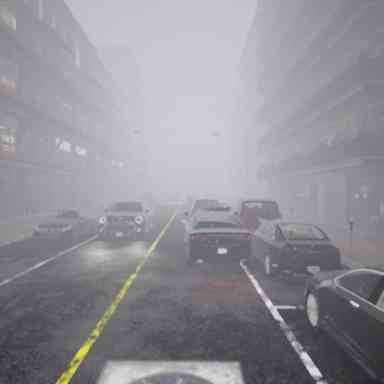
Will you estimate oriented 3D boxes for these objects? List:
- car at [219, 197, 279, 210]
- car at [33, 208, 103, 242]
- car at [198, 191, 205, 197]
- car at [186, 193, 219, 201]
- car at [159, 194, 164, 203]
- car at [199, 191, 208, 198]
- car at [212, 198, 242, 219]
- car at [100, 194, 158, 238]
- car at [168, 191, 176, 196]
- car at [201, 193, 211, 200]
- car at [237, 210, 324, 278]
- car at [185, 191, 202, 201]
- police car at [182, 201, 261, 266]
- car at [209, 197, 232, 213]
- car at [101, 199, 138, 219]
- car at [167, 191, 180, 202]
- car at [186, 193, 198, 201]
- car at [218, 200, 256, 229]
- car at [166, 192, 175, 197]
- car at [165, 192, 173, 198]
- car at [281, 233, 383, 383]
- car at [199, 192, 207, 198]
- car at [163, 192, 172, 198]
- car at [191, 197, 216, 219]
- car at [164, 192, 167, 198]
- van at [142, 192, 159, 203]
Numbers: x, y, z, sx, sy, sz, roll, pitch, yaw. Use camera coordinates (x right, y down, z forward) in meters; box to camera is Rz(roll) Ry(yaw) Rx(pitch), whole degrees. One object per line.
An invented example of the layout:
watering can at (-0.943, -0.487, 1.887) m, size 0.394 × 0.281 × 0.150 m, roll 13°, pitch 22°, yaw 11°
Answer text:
car at (2.702, 1.159, 15.236) m, size 2.192 × 1.841 × 5.009 m, roll 1°, pitch 1°, yaw 0°
car at (-5.681, 1.425, 15.295) m, size 1.802 × 1.307 × 4.206 m, roll 1°, pitch 1°, yaw 0°
car at (2.691, 0.529, 94.624) m, size 2.008 × 1.369 × 4.403 m, roll 1°, pitch 1°, yaw 0°
car at (0.863, 1.134, 21.142) m, size 2.097 × 1.767 × 4.553 m, roll 0°, pitch 1°, yaw 0°
car at (-5.684, 1.029, 49.321) m, size 1.887 × 1.381 × 4.507 m, roll 1°, pitch 1°, yaw 0°
car at (2.695, 0.611, 77.611) m, size 1.967 × 1.590 × 4.097 m, roll 1°, pitch 1°, yaw 0°
car at (2.698, 1.270, 26.579) m, size 1.887 × 1.381 × 4.507 m, roll 1°, pitch 1°, yaw 0°
car at (-3.100, 1.183, 16.403) m, size 2.097 × 1.767 × 4.553 m, roll 0°, pitch 1°, yaw 0°
car at (-5.687, 0.417, 94.688) m, size 1.967 × 1.590 × 4.097 m, roll 1°, pitch 1°, yaw 0°
car at (2.695, 0.879, 66.274) m, size 1.802 × 1.307 × 4.206 m, roll 1°, pitch 1°, yaw 0°
car at (2.700, 1.453, 9.567) m, size 2.008 × 1.369 × 4.403 m, roll 1°, pitch 1°, yaw 0°
car at (0.003, 0.997, 47.324) m, size 2.128 × 1.511 × 4.902 m, roll 0°, pitch 1°, yaw 0°
police car at (0.697, 1.309, 11.269) m, size 1.930 × 1.638 × 5.238 m, roll 0°, pitch 1°, yaw -2°
car at (2.698, 1.210, 32.249) m, size 1.887 × 1.381 × 4.507 m, roll 1°, pitch 1°, yaw 0°
car at (-5.682, 1.290, 26.637) m, size 1.947 × 1.339 × 4.313 m, roll 1°, pitch 1°, yaw 0°
car at (-3.067, 0.900, 57.394) m, size 1.837 × 1.490 × 4.892 m, roll 0°, pitch 1°, yaw 0°
car at (-0.007, 0.916, 61.351) m, size 1.994 × 1.385 × 4.181 m, roll 0°, pitch 1°, yaw 0°
car at (2.699, 1.308, 21.078) m, size 1.752 × 1.417 × 4.829 m, roll 1°, pitch 1°, yaw 0°
car at (-5.688, 0.593, 89.018) m, size 2.008 × 1.369 × 4.403 m, roll 1°, pitch 1°, yaw 0°
car at (-5.687, 0.633, 83.178) m, size 1.752 × 1.417 × 4.829 m, roll 1°, pitch 1°, yaw 0°
car at (2.701, 1.510, 3.896) m, size 2.008 × 1.369 × 4.403 m, roll 1°, pitch 1°, yaw 0°
car at (2.693, 0.652, 83.284) m, size 1.887 × 1.381 × 4.507 m, roll 1°, pitch 1°, yaw 0°
car at (-5.687, 0.736, 77.678) m, size 1.947 × 1.339 × 4.313 m, roll 1°, pitch 1°, yaw 0°
car at (0.842, 1.224, 27.174) m, size 1.837 × 1.490 × 4.892 m, roll 0°, pitch 1°, yaw 0°
car at (-5.684, 0.973, 54.993) m, size 2.008 × 1.369 × 4.403 m, roll 1°, pitch 1°, yaw 0°
van at (-5.681, 0.886, 43.648) m, size 1.690 × 1.788 × 3.998 m, roll 1°, pitch 1°, yaw 0°
